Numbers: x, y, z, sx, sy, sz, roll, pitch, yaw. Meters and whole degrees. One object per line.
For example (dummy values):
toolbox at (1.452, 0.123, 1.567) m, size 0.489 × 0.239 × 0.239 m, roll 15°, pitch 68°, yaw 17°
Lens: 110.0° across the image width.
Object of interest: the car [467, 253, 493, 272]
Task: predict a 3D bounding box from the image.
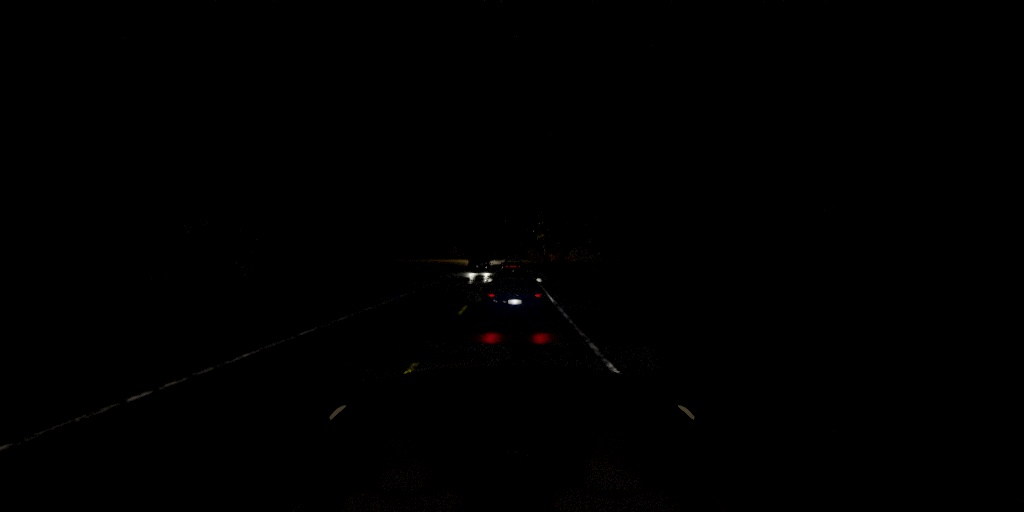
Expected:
car at (-3.607, 0.709, 39.974) m, size 2.150 × 2.045 × 5.566 m, roll 0°, pitch 1°, yaw 0°

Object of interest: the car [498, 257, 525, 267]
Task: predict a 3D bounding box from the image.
car at (0.084, 1.041, 30.975) m, size 2.128 × 1.511 × 4.902 m, roll 0°, pitch 0°, yaw 0°

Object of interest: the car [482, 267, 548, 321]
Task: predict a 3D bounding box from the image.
car at (0.083, 1.243, 12.113) m, size 1.994 × 1.385 × 4.181 m, roll 0°, pitch 1°, yaw 0°
